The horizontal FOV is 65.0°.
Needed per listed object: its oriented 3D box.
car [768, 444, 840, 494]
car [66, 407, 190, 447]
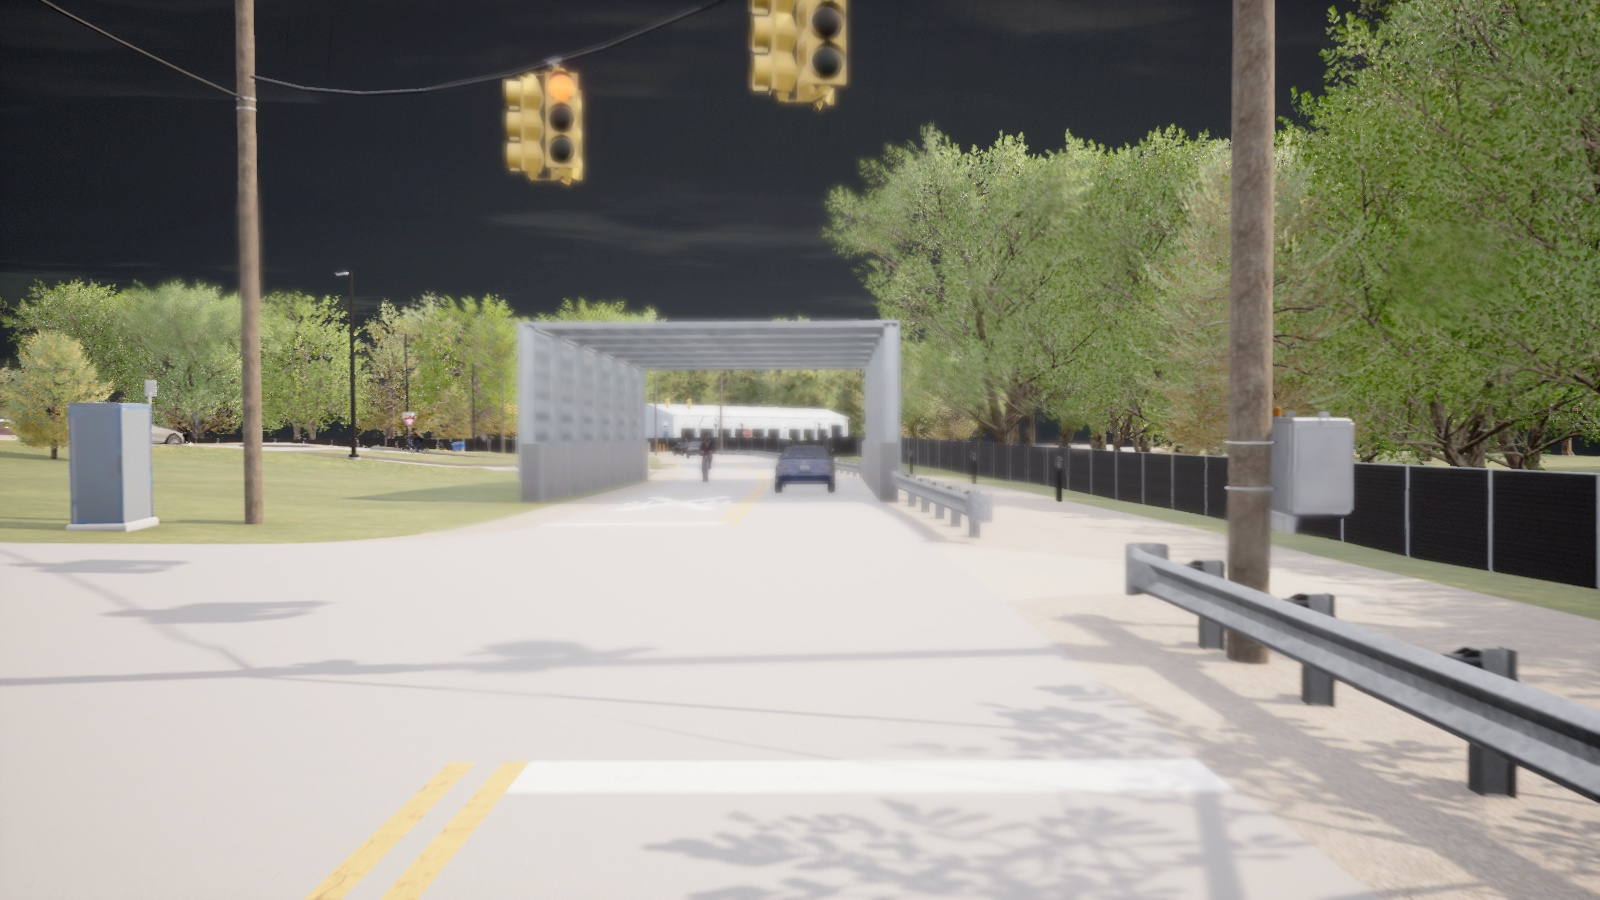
[{"bbox_3d":[0.166,0.532,38.492,2.033,1.411,5.357,0,0,1],"label":"car"},{"bbox_3d":[-34.114,-1.131,63.867,2.152,1.651,5.027,1,-3,37],"label":"car"}]
